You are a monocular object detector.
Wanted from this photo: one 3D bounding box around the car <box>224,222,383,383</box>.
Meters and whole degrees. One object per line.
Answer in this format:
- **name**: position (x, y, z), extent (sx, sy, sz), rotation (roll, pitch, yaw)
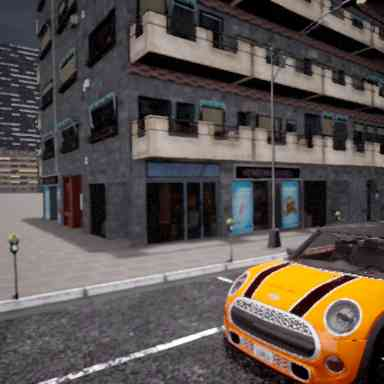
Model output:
- **car**: position (2.676, 1.327, 5.283), extent (4.553, 1.767, 2.097), rotation (0, 0, -35)
